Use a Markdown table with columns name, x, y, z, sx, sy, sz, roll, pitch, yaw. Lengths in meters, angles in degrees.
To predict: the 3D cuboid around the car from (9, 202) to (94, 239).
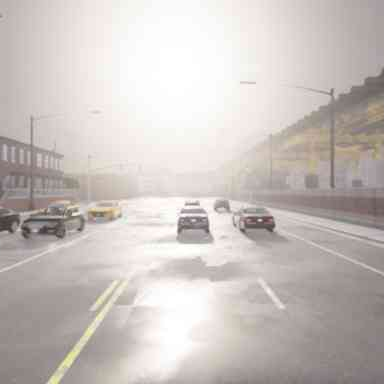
| name | x | y | z | sx | sy | sz | roll | pitch | yaw |
| --- | --- | --- | --- | --- | --- | --- | --- | --- | --- |
| car | -7.113 | 1.489 | 17.520 | 2.128 | 1.511 | 4.902 | 0 | 0 | 0 |

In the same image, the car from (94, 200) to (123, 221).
| name | x | y | z | sx | sy | sz | roll | pitch | yaw |
| --- | --- | --- | --- | --- | --- | --- | --- | --- | --- |
| car | -7.117 | 1.472 | 27.779 | 1.882 | 1.535 | 5.008 | 0 | 0 | 0 |

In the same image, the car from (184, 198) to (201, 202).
| name | x | y | z | sx | sy | sz | roll | pitch | yaw |
| --- | --- | --- | --- | --- | --- | --- | --- | --- | --- |
| car | 0.034 | 1.483 | 39.208 | 2.128 | 1.511 | 4.902 | 0 | 0 | 0 |

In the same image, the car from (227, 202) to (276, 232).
| name | x | y | z | sx | sy | sz | roll | pitch | yaw |
| --- | --- | --- | --- | --- | --- | --- | --- | --- | --- |
| car | 3.567 | 1.543 | 19.975 | 2.033 | 1.411 | 5.357 | 0 | 0 | 0 |

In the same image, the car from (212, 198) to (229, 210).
| name | x | y | z | sx | sy | sz | roll | pitch | yaw |
| --- | --- | --- | --- | --- | --- | --- | --- | --- | --- |
| car | 3.533 | 1.496 | 40.626 | 1.837 | 1.490 | 4.892 | 0 | 0 | 0 |

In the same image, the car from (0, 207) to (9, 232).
| name | x | y | z | sx | sy | sz | roll | pitch | yaw |
| --- | --- | --- | --- | --- | --- | --- | --- | --- | --- |
| car | -10.615 | 1.471 | 16.757 | 1.882 | 1.535 | 5.008 | 0 | 0 | 0 |

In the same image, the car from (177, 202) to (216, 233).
| name | x | y | z | sx | sy | sz | roll | pitch | yaw |
| --- | --- | --- | --- | --- | --- | --- | --- | --- | --- |
| car | 0.067 | 1.543 | 19.787 | 2.033 | 1.411 | 5.357 | 0 | 0 | 0 |

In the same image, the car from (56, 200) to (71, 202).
| name | x | y | z | sx | sy | sz | roll | pitch | yaw |
| --- | --- | --- | --- | --- | --- | --- | --- | --- | --- |
| car | -10.621 | 1.472 | 27.067 | 1.882 | 1.535 | 5.008 | 0 | 0 | 0 |
